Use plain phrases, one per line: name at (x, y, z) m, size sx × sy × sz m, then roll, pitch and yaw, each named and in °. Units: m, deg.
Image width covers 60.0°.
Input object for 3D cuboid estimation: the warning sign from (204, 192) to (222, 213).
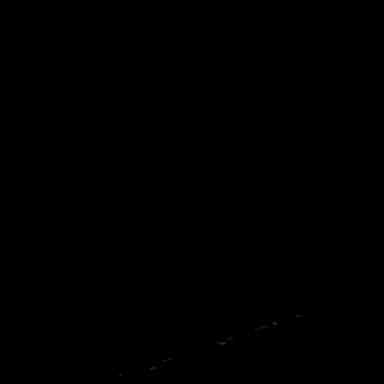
warning sign at (1.951, 0.973, 30.578) m, size 1.300 × 1.860 × 1.060 m, roll -1°, pitch 0°, yaw -35°
